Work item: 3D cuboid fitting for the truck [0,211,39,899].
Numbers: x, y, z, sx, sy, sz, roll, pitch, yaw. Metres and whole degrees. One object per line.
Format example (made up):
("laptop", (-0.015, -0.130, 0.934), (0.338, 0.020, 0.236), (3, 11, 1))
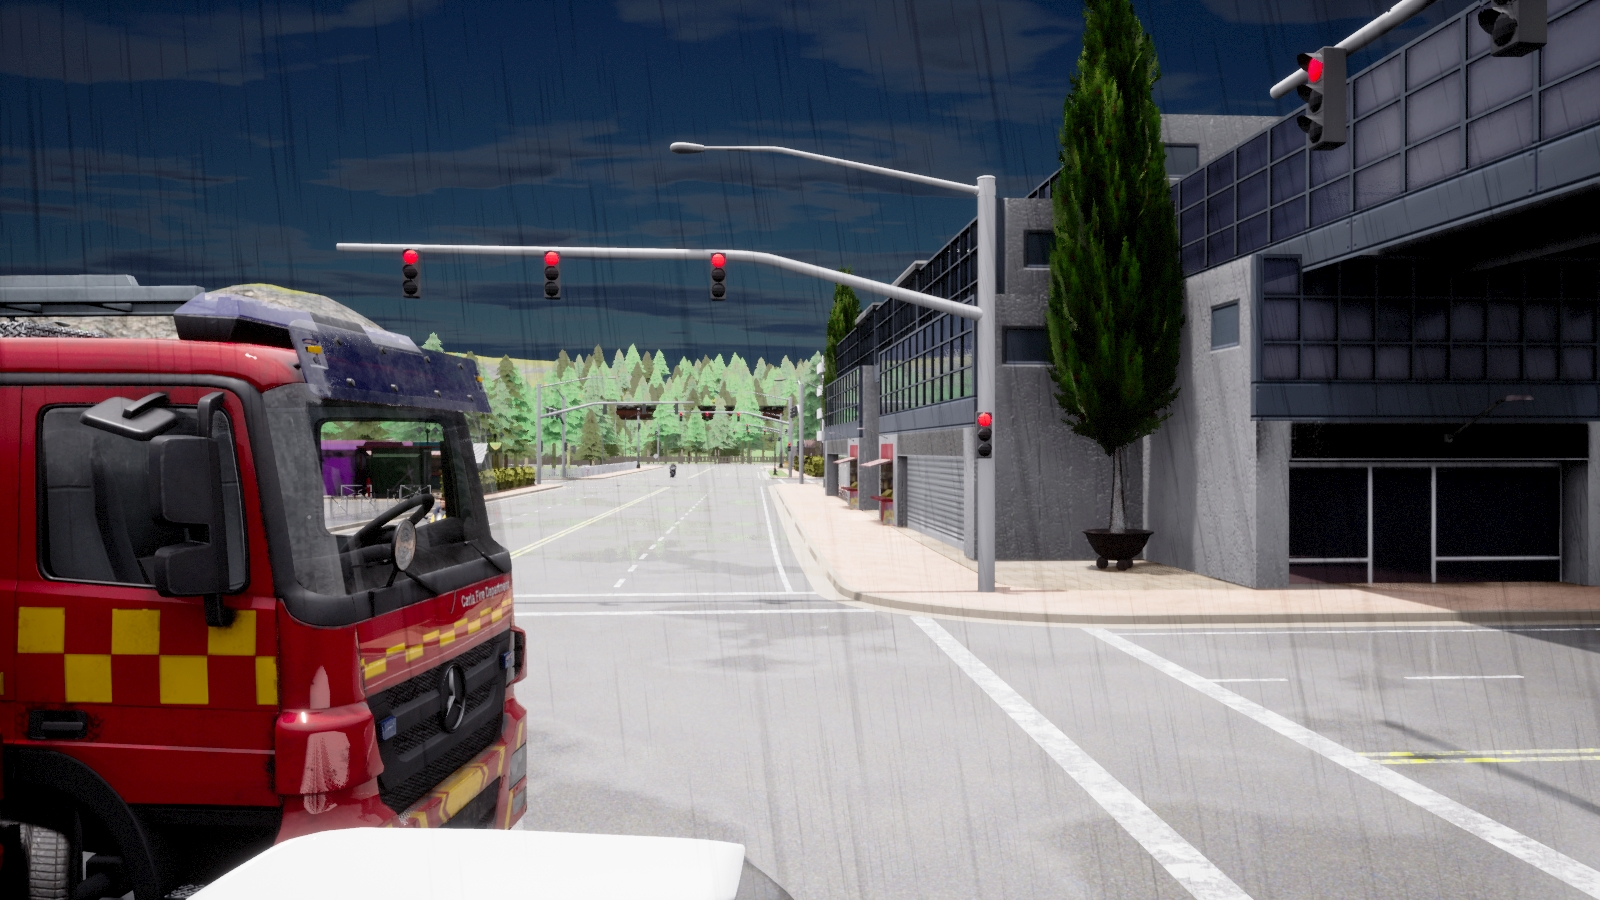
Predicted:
("truck", (-7.587, 0.890, 3.490), (8.468, 3.827, 2.891), (0, 0, -3))

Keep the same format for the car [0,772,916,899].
("car", (-1.549, 2.065, 3.579), (3.806, 1.475, 1.970), (0, 0, 5))

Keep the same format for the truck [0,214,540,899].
("truck", (-6.102, 0.890, 6.659), (8.468, 3.827, 2.891), (0, 0, 4))
